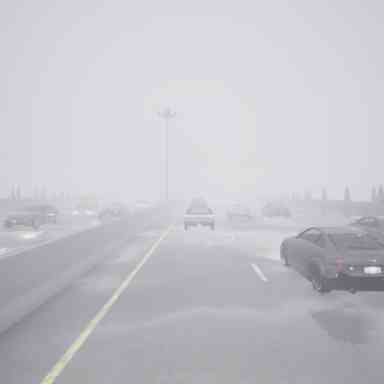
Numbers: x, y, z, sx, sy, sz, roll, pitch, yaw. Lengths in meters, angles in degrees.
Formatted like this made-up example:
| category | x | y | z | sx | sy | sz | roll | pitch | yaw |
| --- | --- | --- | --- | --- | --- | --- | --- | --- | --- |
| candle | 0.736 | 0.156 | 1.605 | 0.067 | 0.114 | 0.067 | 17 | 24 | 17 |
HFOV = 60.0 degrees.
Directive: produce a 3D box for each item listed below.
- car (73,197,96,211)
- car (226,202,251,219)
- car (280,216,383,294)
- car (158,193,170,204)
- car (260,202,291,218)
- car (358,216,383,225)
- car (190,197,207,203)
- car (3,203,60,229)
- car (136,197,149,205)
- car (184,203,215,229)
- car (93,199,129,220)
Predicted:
| category | x | y | z | sx | sy | sz | roll | pitch | yaw |
| --- | --- | --- | --- | --- | --- | --- | --- | --- | --- |
| car | -13.352 | 1.377 | 42.120 | 2.097 | 1.767 | 4.553 | 0 | 0 | 1 |
| car | 4.098 | 1.582 | 29.715 | 1.812 | 1.442 | 4.674 | 0 | 0 | 1 |
| car | 3.758 | 1.584 | 8.877 | 1.994 | 1.385 | 4.181 | 0 | 0 | 1 |
| car | -5.779 | 1.320 | 69.043 | 2.150 | 2.045 | 5.566 | 0 | 0 | 1 |
| car | 7.629 | 1.620 | 30.693 | 2.033 | 1.411 | 5.357 | 0 | 0 | 1 |
| car | 7.318 | 1.601 | 12.907 | 1.994 | 1.385 | 4.181 | 0 | 0 | 1 |
| car | 0.805 | 1.426 | 40.466 | 2.097 | 1.767 | 4.553 | 0 | 0 | 1 |
| car | -10.236 | 1.489 | 21.633 | 1.837 | 1.490 | 4.892 | 0 | 0 | 1 |
| car | -9.393 | 1.702 | 63.679 | 1.994 | 1.385 | 4.181 | 0 | 0 | 2 |
| car | 0.466 | 1.626 | 21.782 | 1.895 | 1.301 | 4.718 | 0 | 0 | 1 |
| car | -6.611 | 1.538 | 28.388 | 1.812 | 1.442 | 4.674 | 0 | 0 | 1 |
